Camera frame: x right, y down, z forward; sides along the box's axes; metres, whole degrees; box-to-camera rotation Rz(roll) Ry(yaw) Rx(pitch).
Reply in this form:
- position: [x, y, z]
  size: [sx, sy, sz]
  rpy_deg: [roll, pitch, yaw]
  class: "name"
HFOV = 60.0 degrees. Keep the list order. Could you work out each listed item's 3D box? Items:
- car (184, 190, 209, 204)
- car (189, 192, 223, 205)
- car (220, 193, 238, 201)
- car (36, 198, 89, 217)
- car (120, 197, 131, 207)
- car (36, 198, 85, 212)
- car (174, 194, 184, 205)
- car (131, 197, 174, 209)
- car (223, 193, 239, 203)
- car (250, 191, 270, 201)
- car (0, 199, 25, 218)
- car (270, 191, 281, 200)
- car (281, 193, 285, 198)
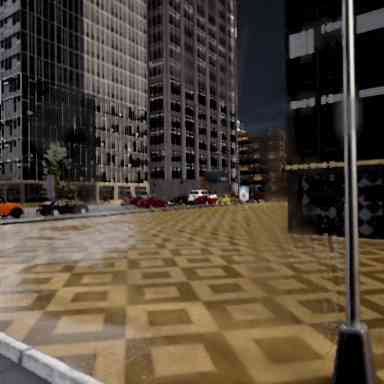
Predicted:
- position: [1.686, 0.784, 50.174]
  size: [2.150, 2.045, 5.566]
  rpy_deg: [-1, 0, 35]
  class: "car"
- position: [1.991, 1.094, 45.952]
  size: [1.887, 1.381, 4.507]
  rpy_deg: [-1, 0, 35]
  class: "car"
- position: [7.688, 1.014, 68.861]
  size: [1.752, 1.417, 4.829]
  rpy_deg: [-1, 0, 35]
  class: "car"
- position: [-10.686, 1.309, 27.682]
  size: [2.008, 1.369, 4.403]
  rpy_deg: [-1, 0, 35]
  class: "car"
- position: [-8.061, 1.328, 46.163]
  size: [1.802, 1.307, 4.206]
  rpy_deg: [-1, 0, 35]
  class: "car"
- position: [-14.497, 1.378, 36.887]
  size: [1.752, 1.417, 4.829]
  rpy_deg: [-1, 0, 35]
  class: "car"
- position: [-1.416, 1.105, 51.137]
  size: [1.882, 1.535, 5.008]
  rpy_deg: [-1, -1, 35]
  class: "car"
- position: [-4.347, 1.236, 36.817]
  size: [1.802, 1.307, 4.206]
  rpy_deg: [-1, 0, 35]
  class: "car"
- position: [5.257, 1.021, 50.658]
  size: [1.752, 1.417, 4.829]
  rpy_deg: [-1, 0, 35]
  class: "car"
- position: [11.495, 0.709, 59.653]
  size: [2.192, 1.841, 5.009]
  rpy_deg: [-1, 0, 35]
  class: "car"
- position: [-15.416, 1.198, 25.601]
  size: [2.097, 1.767, 4.553]
  rpy_deg: [-1, 0, 35]
  class: "car"
- position: [14.664, 0.657, 64.221]
  size: [2.192, 1.841, 5.009]
  rpy_deg: [-1, 0, 35]
  class: "car"
- position: [17.837, 0.835, 68.789]
  size: [1.887, 1.381, 4.507]
  rpy_deg: [-1, 0, 35]
  class: "car"
